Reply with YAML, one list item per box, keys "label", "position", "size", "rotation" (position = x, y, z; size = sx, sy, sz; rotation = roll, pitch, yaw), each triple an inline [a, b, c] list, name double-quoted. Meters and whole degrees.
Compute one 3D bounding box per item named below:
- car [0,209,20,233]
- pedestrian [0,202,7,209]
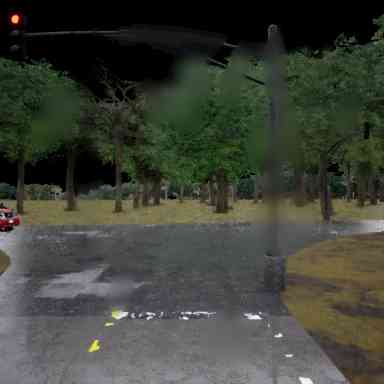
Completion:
- label: "car"
  position: [-12.621, 1.331, 18.607]
  size: [5.566, 2.045, 2.150]
  rotation: [-1, -2, 7]
- label: "pedestrian"
  position: [-15.239, 1.718, 26.749]
  size: [0.375, 1.860, 0.375]
  rotation: [0, -1, 0]
